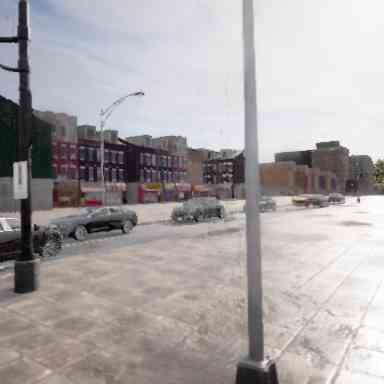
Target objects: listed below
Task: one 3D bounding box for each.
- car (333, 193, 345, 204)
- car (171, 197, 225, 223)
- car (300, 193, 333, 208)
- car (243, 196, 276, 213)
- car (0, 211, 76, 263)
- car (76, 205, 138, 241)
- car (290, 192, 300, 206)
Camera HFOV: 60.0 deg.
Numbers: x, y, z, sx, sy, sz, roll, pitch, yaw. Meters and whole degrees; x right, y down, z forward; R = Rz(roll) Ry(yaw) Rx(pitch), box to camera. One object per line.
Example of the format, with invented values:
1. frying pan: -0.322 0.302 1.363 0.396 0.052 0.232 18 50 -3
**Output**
1. car: 20.784 0.934 48.041 1.837 1.490 4.892 -2 0 35
2. car: 0.481 1.203 24.183 2.097 1.767 4.553 -2 0 35
3. car: 14.847 1.054 39.531 1.837 1.490 4.892 -2 0 35
4. car: 6.836 1.235 33.175 1.837 1.490 4.892 -2 0 35
5. car: -5.774 1.424 9.575 2.128 1.511 4.902 -2 -1 13
6. car: -4.851 1.443 16.604 2.128 1.511 4.902 -2 0 35
7. car: 15.298 1.040 45.042 1.882 1.535 5.008 -2 -1 35
